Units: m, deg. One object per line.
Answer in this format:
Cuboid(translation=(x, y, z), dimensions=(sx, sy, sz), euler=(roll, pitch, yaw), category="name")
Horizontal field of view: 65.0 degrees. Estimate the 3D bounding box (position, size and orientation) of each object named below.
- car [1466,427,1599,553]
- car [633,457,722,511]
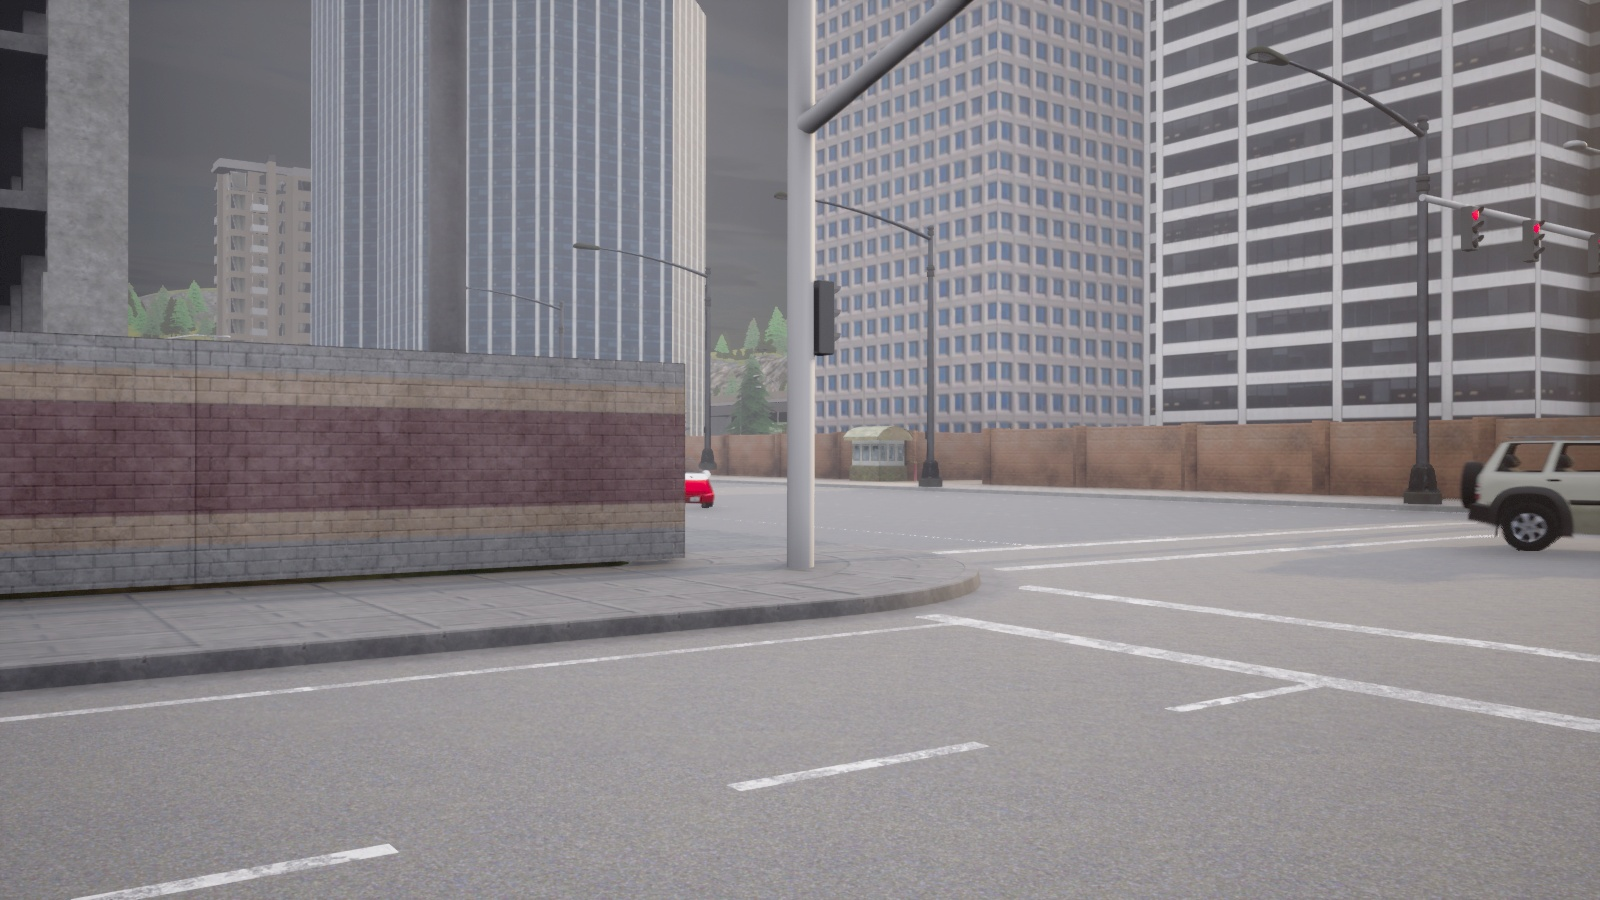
Cuboid(translation=(12.815, 0.581, 19.026), dimensions=(4.605, 1.855, 1.932), euler=(0, 0, 35), category="car")
Cuboid(translation=(-3.313, 0.889, 33.707), dimensions=(1.481, 1.376, 2.207), euler=(0, -1, -35), category="car")
